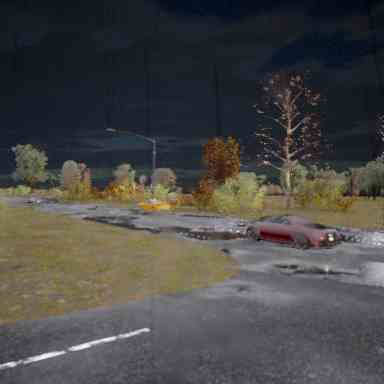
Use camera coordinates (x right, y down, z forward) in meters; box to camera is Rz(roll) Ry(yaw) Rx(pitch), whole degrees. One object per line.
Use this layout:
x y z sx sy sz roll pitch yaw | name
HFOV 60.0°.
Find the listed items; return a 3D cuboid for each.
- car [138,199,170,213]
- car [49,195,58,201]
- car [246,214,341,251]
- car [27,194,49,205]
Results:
-4.471 1.567 38.390 1.882 1.535 5.008 1 0 -37 | car
-31.411 1.361 73.846 2.033 1.411 5.357 1 0 -37 | car
4.449 1.700 15.077 1.994 1.385 4.181 1 0 -37 | car
-25.954 1.375 55.257 2.128 1.511 4.902 1 0 -36 | car
